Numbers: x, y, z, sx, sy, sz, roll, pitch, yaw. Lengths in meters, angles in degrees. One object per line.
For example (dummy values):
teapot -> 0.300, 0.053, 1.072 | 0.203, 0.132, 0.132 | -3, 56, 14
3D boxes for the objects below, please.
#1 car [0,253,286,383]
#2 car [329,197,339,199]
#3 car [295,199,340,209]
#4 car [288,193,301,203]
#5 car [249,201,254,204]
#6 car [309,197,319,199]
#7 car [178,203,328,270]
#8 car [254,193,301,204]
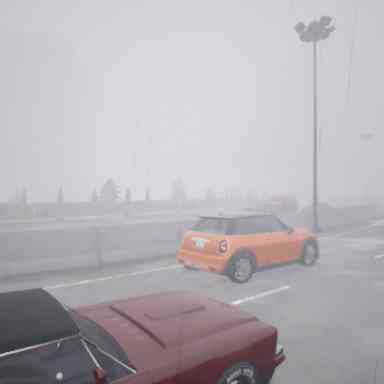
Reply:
car -> -1.340, 1.614, 2.929 | 4.718, 1.301, 1.895 | 0, 0, -36
car -> 28.617, 1.696, 67.321 | 1.994, 1.385, 4.181 | 0, 0, 13
car -> 11.622, 1.627, 30.547 | 2.033, 1.411, 5.357 | 0, 0, 37
car -> 22.749, 1.300, 74.109 | 2.150, 2.045, 5.566 | 0, 0, 11
car -> 7.300, 1.654, 36.459 | 2.033, 1.411, 5.357 | 0, 0, 35
car -> 25.611, 1.711, 70.033 | 1.994, 1.385, 4.181 | 0, 0, 13
car -> 1.841, 1.382, 9.952 | 4.553, 1.767, 2.097 | 0, 0, -40
car -> 8.505, 1.315, 32.267 | 2.150, 2.045, 5.566 | 0, 0, 37
